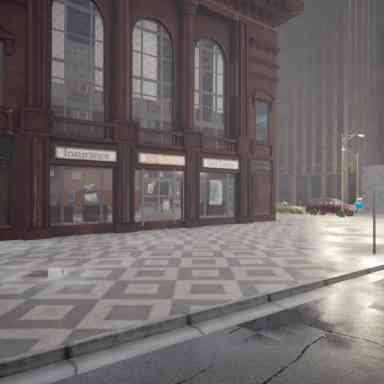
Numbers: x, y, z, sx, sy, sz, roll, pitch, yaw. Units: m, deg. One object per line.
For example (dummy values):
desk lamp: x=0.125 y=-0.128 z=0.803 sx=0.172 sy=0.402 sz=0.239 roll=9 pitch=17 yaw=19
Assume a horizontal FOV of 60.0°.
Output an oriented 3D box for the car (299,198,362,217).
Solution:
car: x=13.923 y=1.524 z=33.591 sx=2.192 sy=1.841 sz=5.009 roll=0 pitch=0 yaw=-35

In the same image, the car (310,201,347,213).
car: x=17.637 y=1.900 z=43.110 sx=1.802 sy=1.307 sz=4.206 roll=-1 pitch=0 yaw=-35

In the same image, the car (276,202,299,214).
car: x=10.777 y=1.801 z=38.044 sx=1.752 sy=1.417 sz=4.829 roll=0 pitch=0 yaw=-35
